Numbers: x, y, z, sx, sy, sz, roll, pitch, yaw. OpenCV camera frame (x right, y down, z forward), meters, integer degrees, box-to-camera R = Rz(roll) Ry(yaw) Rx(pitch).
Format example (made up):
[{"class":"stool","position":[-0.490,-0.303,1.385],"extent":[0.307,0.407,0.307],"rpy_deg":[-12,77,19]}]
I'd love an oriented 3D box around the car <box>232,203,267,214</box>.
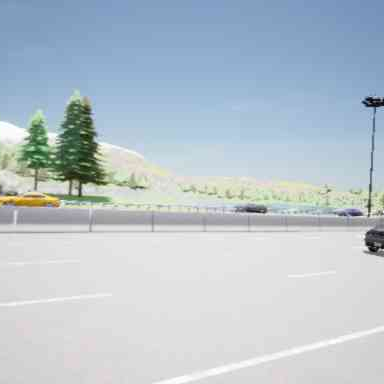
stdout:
[{"class":"car","position":[7.418,2.184,42.617],"extent":[4.902,1.511,2.128],"rpy_deg":[4,0,-30]}]

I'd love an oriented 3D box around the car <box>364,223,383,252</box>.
[{"class":"car","position":[10.299,2.210,15.853],"extent":[4.892,1.490,1.837],"rpy_deg":[4,0,-30]}]

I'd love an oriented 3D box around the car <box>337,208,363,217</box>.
[{"class":"car","position":[25.044,3.337,52.541],"extent":[4.674,1.442,1.812],"rpy_deg":[4,0,-30]}]

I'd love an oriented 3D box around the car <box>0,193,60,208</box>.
[{"class":"car","position":[-14.656,0.786,30.063],"extent":[5.008,1.535,1.882],"rpy_deg":[4,0,-30]}]
